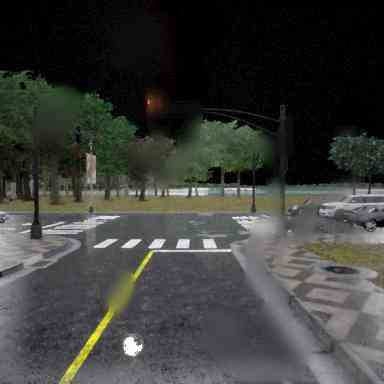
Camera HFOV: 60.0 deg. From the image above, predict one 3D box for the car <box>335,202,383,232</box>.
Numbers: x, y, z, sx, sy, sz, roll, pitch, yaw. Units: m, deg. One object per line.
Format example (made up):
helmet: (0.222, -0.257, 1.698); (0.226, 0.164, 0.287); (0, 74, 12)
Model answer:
car: (11.530, 1.514, 19.735); (4.902, 1.511, 2.128); (0, 0, 0)

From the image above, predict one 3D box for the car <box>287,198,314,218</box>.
car: (10.887, 1.327, 29.588); (4.553, 1.767, 2.097); (0, 0, 0)

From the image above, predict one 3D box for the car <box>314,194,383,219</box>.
car: (13.072, 1.212, 26.325); (5.566, 2.045, 2.150); (0, 0, 0)

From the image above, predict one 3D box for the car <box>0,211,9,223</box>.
car: (-15.188, 1.522, 23.007); (4.674, 1.442, 1.812); (0, 0, 2)
